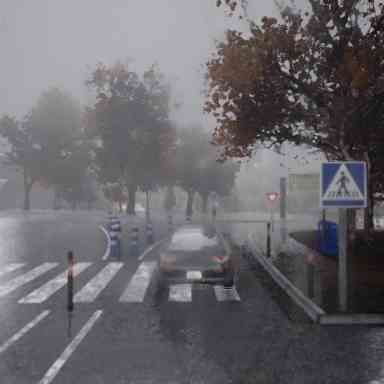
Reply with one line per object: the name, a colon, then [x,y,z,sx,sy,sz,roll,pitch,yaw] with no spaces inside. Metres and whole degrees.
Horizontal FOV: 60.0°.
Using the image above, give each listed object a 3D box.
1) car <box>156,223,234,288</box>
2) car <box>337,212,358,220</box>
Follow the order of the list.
car: [0.121,1.595,9.316,1.812,1.442,4.674,0,0,2]
car: [21.767,3.099,46.599,1.882,1.535,5.008,0,-1,13]
